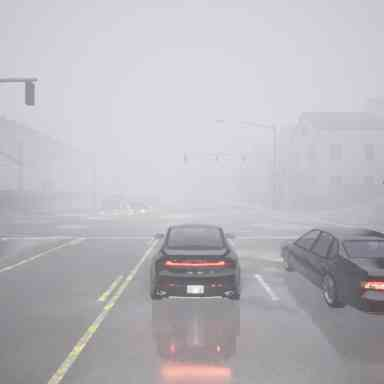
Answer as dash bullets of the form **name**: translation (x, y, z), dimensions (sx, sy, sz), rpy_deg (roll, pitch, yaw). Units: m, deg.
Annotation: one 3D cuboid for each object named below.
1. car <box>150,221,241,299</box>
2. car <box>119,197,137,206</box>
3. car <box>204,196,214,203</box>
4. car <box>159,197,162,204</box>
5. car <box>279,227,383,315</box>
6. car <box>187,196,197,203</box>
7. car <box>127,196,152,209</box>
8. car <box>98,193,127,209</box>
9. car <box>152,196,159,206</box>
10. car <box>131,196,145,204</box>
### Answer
- **car**: translation (0.075, 1.505, 8.410), dimensions (1.837, 1.490, 4.892), rpy_deg (0, 0, 0)
- **car**: translation (-10.587, 1.547, 55.221), dimensions (2.033, 1.411, 5.357), rpy_deg (0, 0, 0)
- **car**: translation (3.499, 1.545, 69.176), dimensions (2.033, 1.411, 5.357), rpy_deg (0, 0, 0)
- **car**: translation (-7.038, 1.547, 65.055), dimensions (2.033, 1.411, 5.357), rpy_deg (0, 0, 1)
- **car**: translation (3.575, 1.547, 7.834), dimensions (2.033, 1.411, 5.357), rpy_deg (0, 0, 0)
- **car**: translation (0.001, 1.547, 69.176), dimensions (2.033, 1.411, 5.357), rpy_deg (0, 0, 0)
- **car**: translation (-7.098, 1.477, 45.189), dimensions (1.882, 1.535, 5.008), rpy_deg (0, 0, 0)
- **car**: translation (-10.600, 1.221, 44.974), dimensions (2.150, 2.045, 5.566), rpy_deg (0, 0, 0)
- **car**: translation (-7.090, 1.505, 54.644), dimensions (1.837, 1.490, 4.892), rpy_deg (0, 0, 0)
- **car**: translation (-10.533, 1.505, 65.412), dimensions (1.837, 1.490, 4.892), rpy_deg (0, 0, 0)
